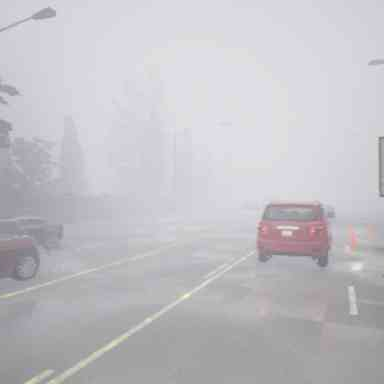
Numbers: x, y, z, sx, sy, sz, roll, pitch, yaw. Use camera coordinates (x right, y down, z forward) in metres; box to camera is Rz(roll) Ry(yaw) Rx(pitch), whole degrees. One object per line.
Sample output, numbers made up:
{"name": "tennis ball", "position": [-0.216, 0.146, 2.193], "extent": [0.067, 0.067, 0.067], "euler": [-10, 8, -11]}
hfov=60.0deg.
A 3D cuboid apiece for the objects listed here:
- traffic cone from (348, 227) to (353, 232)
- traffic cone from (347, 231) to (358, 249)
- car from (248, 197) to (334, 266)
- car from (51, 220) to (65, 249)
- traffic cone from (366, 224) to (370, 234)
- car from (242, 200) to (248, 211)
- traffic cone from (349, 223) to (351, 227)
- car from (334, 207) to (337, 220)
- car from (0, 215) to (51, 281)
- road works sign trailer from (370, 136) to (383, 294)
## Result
{"name": "traffic cone", "position": [7.571, 2.076, 15.743], "extent": [0.340, 0.580, 0.340], "euler": [-1, -1, 24]}
{"name": "traffic cone", "position": [6.753, 2.061, 13.918], "extent": [0.340, 0.580, 0.340], "euler": [-1, -1, 24]}
{"name": "car", "position": [3.909, 1.330, 12.266], "extent": [2.150, 2.045, 5.566], "euler": [-1, -1, 24]}
{"name": "car", "position": [-7.362, 1.695, 13.266], "extent": [2.128, 1.511, 4.902], "euler": [-1, -1, 24]}
{"name": "traffic cone", "position": [10.117, 2.093, 18.986], "extent": [0.340, 0.580, 0.340], "euler": [-1, -1, 24]}
{"name": "car", "position": [8.831, 1.960, 49.872], "extent": [1.882, 1.535, 5.008], "euler": [-1, 0, 22]}
{"name": "traffic cone", "position": [8.388, 2.090, 17.569], "extent": [0.340, 0.580, 0.340], "euler": [-1, -1, 24]}
{"name": "car", "position": [11.791, 1.771, 29.862], "extent": [1.812, 1.442, 4.674], "euler": [-1, -1, 24]}
{"name": "car", "position": [-5.976, 1.485, 7.799], "extent": [2.097, 1.767, 4.553], "euler": [-1, -1, 24]}
{"name": "road works sign trailer", "position": [5.240, 0.504, 6.936], "extent": [2.380, 3.560, 2.880], "euler": [-1, -1, 24]}
